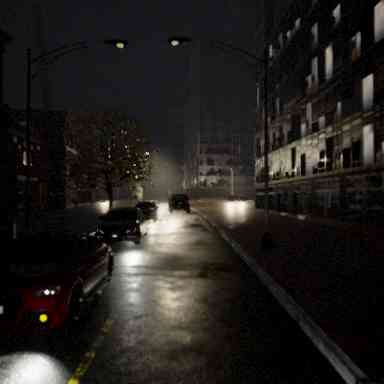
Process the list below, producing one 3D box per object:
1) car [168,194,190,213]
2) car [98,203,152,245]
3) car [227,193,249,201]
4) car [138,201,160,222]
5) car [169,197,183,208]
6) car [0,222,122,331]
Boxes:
[{"bbox_3d":[-1.394,1.217,36.311,2.150,2.045,5.566,0,0,-5],"label":"car"},{"bbox_3d":[-3.158,1.504,15.647,1.837,1.490,4.892,0,0,-2],"label":"car"},{"bbox_3d":[10.529,1.179,76.690,5.009,1.841,2.192,0,-1,12],"label":"car"},{"bbox_3d":[-3.589,1.502,25.998,1.837,1.490,4.892,0,0,-3],"label":"car"},{"bbox_3d":[-2.389,1.517,47.865,1.812,1.442,4.674,0,0,-6],"label":"car"},{"bbox_3d":[-2.945,1.564,6.921,1.994,1.385,4.181,0,0,-1],"label":"car"}]
